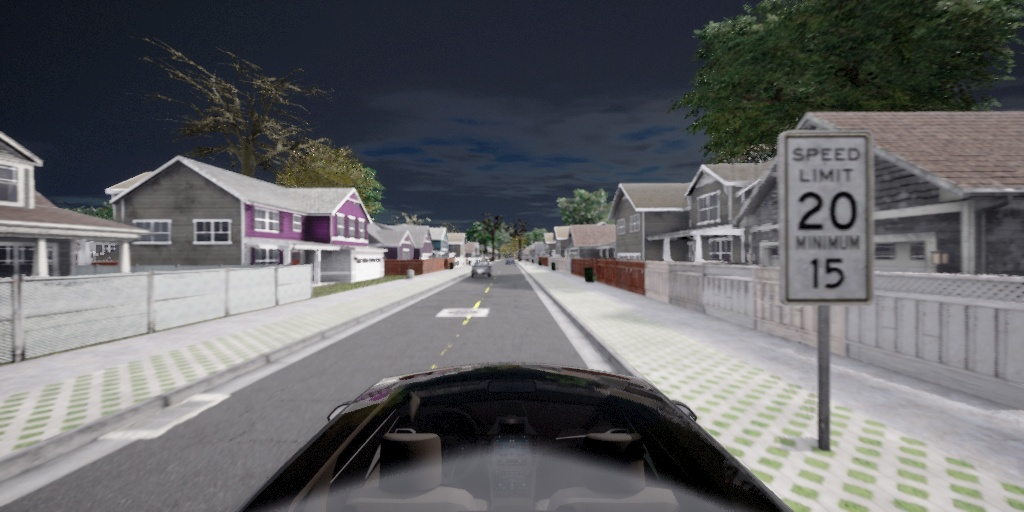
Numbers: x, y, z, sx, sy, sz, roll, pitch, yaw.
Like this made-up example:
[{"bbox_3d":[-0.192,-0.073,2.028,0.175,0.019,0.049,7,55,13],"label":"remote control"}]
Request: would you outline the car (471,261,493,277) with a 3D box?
[{"bbox_3d":[-2.895,1.246,34.994,2.128,1.511,4.902,0,0,0],"label":"car"}]
